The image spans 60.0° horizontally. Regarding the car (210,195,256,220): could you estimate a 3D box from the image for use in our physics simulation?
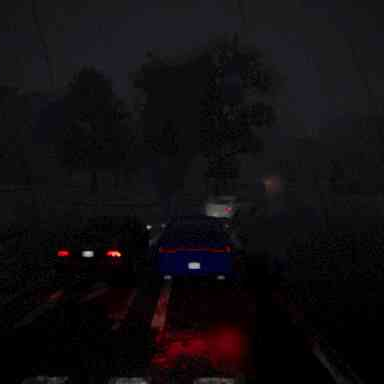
[{"bbox_3d":[2.541,0.933,21.242,1.812,1.442,4.674,2,5,29],"label":"car"}]

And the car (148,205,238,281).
[{"bbox_3d":[0.088,1.390,9.657,1.882,1.535,5.008,0,1,1],"label":"car"}]

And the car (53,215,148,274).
[{"bbox_3d":[-2.429,1.441,10.359,2.033,1.411,5.357,0,2,1],"label":"car"}]
